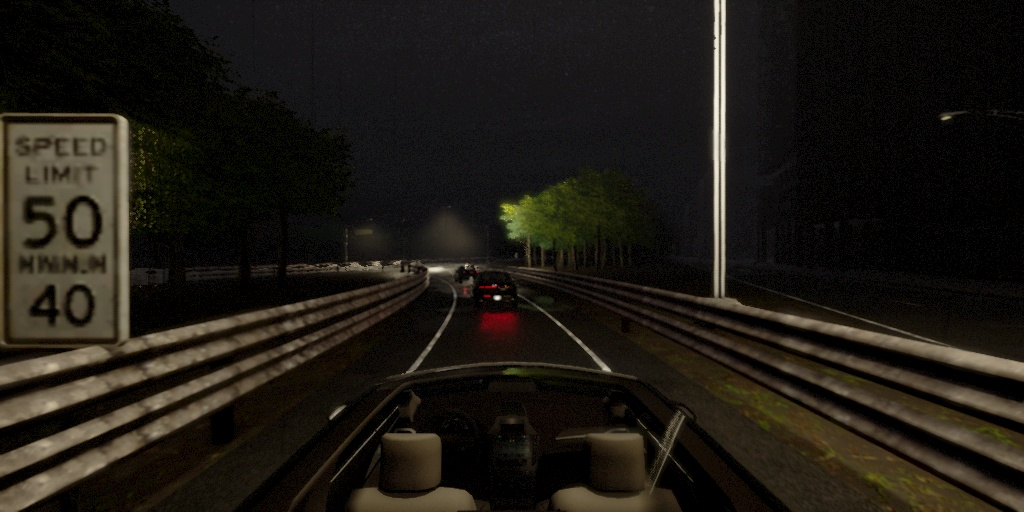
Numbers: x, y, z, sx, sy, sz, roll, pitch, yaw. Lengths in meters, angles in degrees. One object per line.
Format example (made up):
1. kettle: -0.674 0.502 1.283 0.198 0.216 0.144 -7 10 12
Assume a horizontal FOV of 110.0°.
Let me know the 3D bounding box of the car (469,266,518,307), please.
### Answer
1. car: -0.893 1.421 16.615 1.837 1.490 4.892 0 0 -7

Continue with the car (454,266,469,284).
1. car: -3.983 1.591 31.775 2.128 1.511 4.902 0 -1 -16
